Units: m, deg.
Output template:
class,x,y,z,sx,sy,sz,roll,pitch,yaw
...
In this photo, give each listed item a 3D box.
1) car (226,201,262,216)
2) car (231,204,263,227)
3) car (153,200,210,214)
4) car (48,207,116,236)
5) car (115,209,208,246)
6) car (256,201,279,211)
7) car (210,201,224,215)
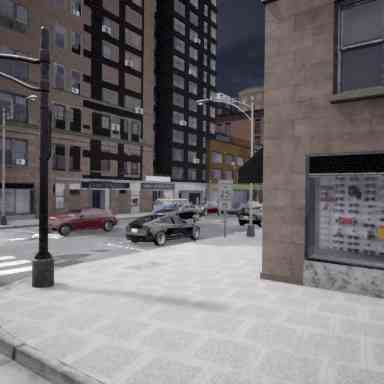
class,x,y,z,sx,sy,sz,roll,pitch,yaw
car,5.084,1.812,35.530,2.033,1.411,5.357,1,0,36
car,5.085,1.850,25.355,1.947,1.339,4.313,0,0,36
car,-1.015,1.672,27.066,2.128,1.511,4.902,1,0,36
car,-6.479,1.633,19.474,1.812,1.442,4.674,1,0,37
car,-1.338,1.764,16.433,1.947,1.339,4.313,0,0,36
car,11.011,1.930,48.180,1.802,1.307,4.206,0,0,36
car,1.379,1.644,34.797,1.967,1.590,4.097,0,0,36
